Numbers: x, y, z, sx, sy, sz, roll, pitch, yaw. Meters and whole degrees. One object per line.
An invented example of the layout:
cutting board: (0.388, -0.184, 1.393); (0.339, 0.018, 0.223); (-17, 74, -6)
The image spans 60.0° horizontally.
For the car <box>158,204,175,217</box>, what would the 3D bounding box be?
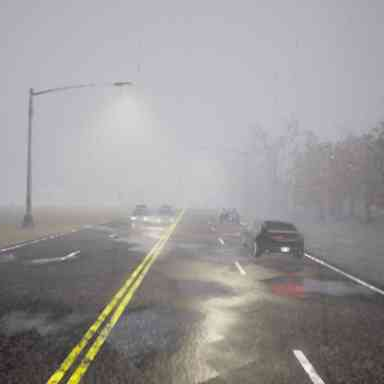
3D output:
car: (-3.277, 2.352, 42.936); (1.882, 1.535, 5.008); (1, -1, 0)

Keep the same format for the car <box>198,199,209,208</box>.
car: (3.366, 3.205, 85.461); (2.163, 1.488, 4.792); (1, -1, 0)

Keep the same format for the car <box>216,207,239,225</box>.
car: (3.421, 2.221, 31.914); (2.128, 1.511, 4.902); (2, -1, 0)

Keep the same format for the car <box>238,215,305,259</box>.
car: (3.399, 1.894, 14.539); (1.837, 1.490, 4.892); (2, -1, 0)

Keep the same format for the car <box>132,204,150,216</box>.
car: (-6.524, 2.335, 43.162); (1.837, 1.490, 4.892); (1, -1, 0)
